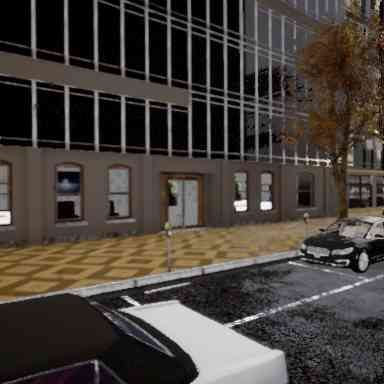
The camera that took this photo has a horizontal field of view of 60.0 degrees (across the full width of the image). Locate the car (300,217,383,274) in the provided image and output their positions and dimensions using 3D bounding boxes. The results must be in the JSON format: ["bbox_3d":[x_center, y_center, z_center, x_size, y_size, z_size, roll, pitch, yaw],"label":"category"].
[{"bbox_3d":[5.152,1.472,10.236,4.403,1.369,2.008,-1,0,-36],"label":"car"}]

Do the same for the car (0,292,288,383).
[{"bbox_3d":[-1.576,1.602,2.255,4.718,1.301,1.895,-1,0,-35],"label":"car"}]
